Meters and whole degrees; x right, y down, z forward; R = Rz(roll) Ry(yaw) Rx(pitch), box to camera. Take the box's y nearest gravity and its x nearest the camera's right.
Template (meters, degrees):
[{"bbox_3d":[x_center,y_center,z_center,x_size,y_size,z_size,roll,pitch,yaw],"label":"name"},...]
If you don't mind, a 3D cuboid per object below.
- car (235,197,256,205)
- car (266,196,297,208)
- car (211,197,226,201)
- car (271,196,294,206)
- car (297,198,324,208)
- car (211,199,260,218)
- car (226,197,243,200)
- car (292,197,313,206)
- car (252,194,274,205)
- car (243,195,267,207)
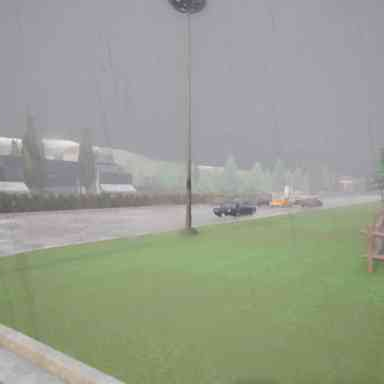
[{"bbox_3d":[10.013,1.586,61.598,1.895,1.301,4.718,0,0,37],"label":"car"},{"bbox_3d":[12.912,1.468,47.771,1.882,1.535,5.008,0,0,37],"label":"car"},{"bbox_3d":[4.832,1.549,54.494,1.994,1.385,4.181,0,0,37],"label":"car"},{"bbox_3d":[15.622,1.480,57.409,2.128,1.511,4.902,0,0,37],"label":"car"},{"bbox_3d":[17.274,1.540,47.754,2.033,1.411,5.357,0,0,37],"label":"car"},{"bbox_3d":[3.933,1.593,29.695,1.895,1.301,4.718,0,0,37],"label":"car"},{"bbox_3d":[7.731,1.551,52.518,1.994,1.385,4.181,0,0,37],"label":"car"},{"bbox_3d":[18.453,1.591,55.352,1.895,1.301,4.718,0,0,37],"label":"car"},{"bbox_3d":[12.791,1.339,59.467,2.097,1.767,4.553,0,0,37],"label":"car"},{"bbox_3d":[10.121,1.480,49.880,2.128,1.511,4.902,0,0,37],"label":"car"}]
